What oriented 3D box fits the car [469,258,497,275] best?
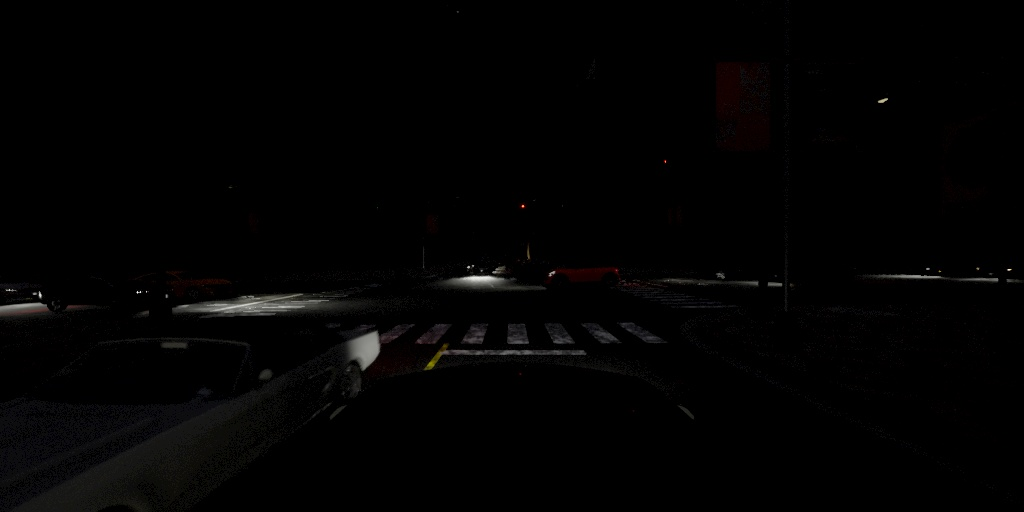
[{"bbox_3d":[-3.110,1.246,39.137,2.128,1.511,4.902,0,0,0],"label":"car"}]

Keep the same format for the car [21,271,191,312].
[{"bbox_3d":[-17.624,1.547,15.751,4.902,1.511,2.128,-1,0,2],"label":"car"}]

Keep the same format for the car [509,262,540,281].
[{"bbox_3d":[2.397,1.329,28.548,4.718,1.301,1.895,-1,-1,37],"label":"car"}]

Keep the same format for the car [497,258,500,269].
[{"bbox_3d":[-3.156,1.305,48.995,2.033,1.411,5.357,0,0,0],"label":"car"}]

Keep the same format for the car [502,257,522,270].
[{"bbox_3d":[0.021,1.250,52.652,2.128,1.511,4.902,0,0,0],"label":"car"}]

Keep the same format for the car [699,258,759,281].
[{"bbox_3d":[16.084,0.908,25.737,5.008,1.535,1.882,-1,0,0],"label":"car"}]

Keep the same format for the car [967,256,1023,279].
[{"bbox_3d":[32.711,0.694,22.506,5.357,1.411,2.033,-1,0,0],"label":"car"}]

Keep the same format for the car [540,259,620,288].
[{"bbox_3d":[4.295,1.013,22.480,4.553,1.767,2.097,-2,0,0],"label":"car"}]

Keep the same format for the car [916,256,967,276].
[{"bbox_3d":[31.869,0.719,25.757,4.181,1.385,1.994,-1,0,0],"label":"car"}]

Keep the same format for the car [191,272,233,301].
[{"bbox_3d":[-17.646,1.528,18.995,5.008,1.535,1.882,-1,0,2],"label":"car"}]

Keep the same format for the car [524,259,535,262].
[{"bbox_3d":[2.740,1.305,41.206,2.007,1.370,4.403,0,0,0],"label":"car"}]

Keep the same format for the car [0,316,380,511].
[{"bbox_3d":[-3.022,1.350,3.342,1.895,1.301,4.718,0,0,1],"label":"car"}]

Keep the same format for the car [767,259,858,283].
[{"bbox_3d":[18.867,0.913,22.489,4.674,1.442,1.812,-1,0,0],"label":"car"}]

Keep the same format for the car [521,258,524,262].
[{"bbox_3d":[2.689,1.304,52.094,1.888,1.381,4.507,0,0,0],"label":"car"}]

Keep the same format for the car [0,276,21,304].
[{"bbox_3d":[-27.620,1.763,18.979,4.674,1.442,1.812,-1,0,0],"label":"car"}]

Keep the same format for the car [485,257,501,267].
[{"bbox_3d":[-3.191,1.288,58.933,1.812,1.442,4.674,0,0,0],"label":"car"}]

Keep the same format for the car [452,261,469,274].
[{"bbox_3d":[-5.785,1.305,41.169,2.007,1.370,4.403,0,0,0],"label":"car"}]
